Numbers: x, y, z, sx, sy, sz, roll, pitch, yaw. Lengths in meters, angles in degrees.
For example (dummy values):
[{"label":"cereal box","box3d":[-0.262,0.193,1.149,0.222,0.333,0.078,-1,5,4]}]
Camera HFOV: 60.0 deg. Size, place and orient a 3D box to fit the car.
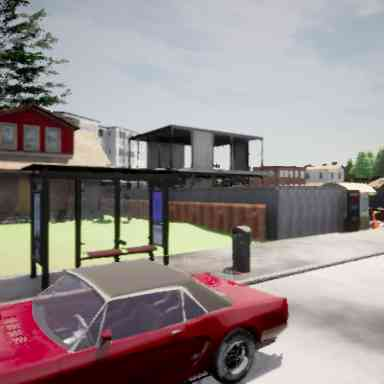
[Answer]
[{"label":"car","box3d":[-1.099,1.598,3.823,4.718,1.301,1.895,0,0,-35]}]
